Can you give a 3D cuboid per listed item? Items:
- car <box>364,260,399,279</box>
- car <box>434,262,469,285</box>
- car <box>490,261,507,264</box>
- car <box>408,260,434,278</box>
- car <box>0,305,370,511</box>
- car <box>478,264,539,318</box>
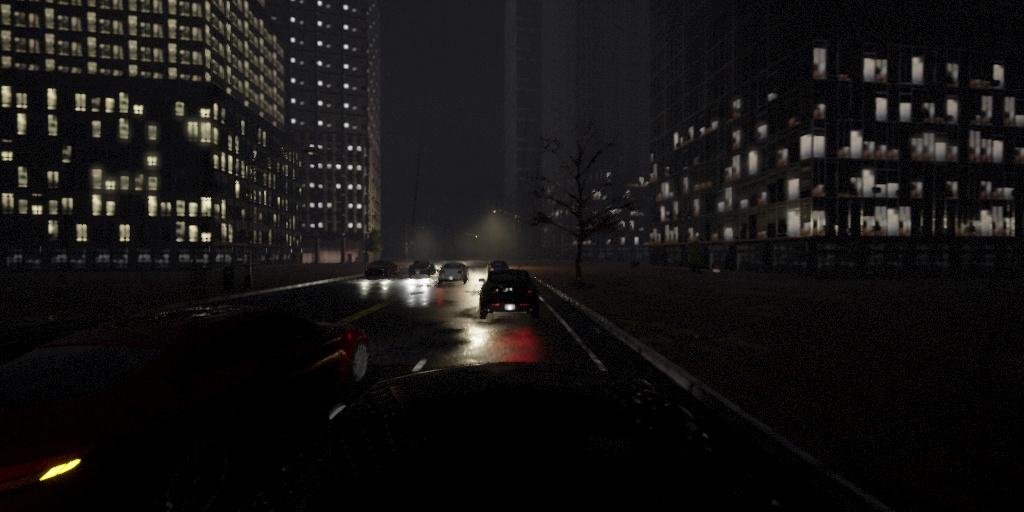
[{"bbox_3d":[-11.131,1.070,30.852,1.882,1.535,5.008,0,0,-5],"label":"car"},{"bbox_3d":[-3.968,1.145,24.744,1.812,1.442,4.674,0,0,-4],"label":"car"},{"bbox_3d":[-1.222,1.122,31.857,2.033,1.411,5.357,0,0,-5],"label":"car"},{"bbox_3d":[-7.959,1.074,31.889,2.128,1.511,4.902,0,0,-5],"label":"car"},{"bbox_3d":[-3.199,1.266,3.923,1.812,1.442,4.674,0,0,0],"label":"car"},{"bbox_3d":[-0.127,1.190,12.616,1.837,1.490,4.892,0,0,-2],"label":"car"}]
